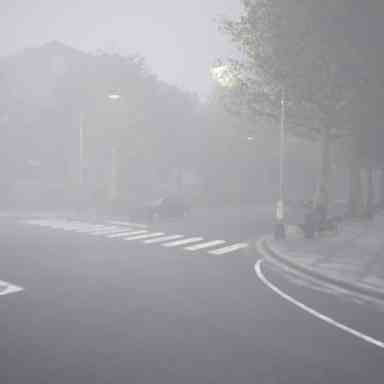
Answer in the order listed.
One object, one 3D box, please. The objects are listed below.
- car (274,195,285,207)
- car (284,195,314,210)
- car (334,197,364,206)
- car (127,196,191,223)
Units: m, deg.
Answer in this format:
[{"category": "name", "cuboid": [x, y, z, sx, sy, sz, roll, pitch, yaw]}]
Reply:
[{"category": "car", "cuboid": [11.793, 1.094, 41.161, 1.837, 1.490, 4.892, 2, 1, 35]}, {"category": "car", "cuboid": [11.917, 1.182, 35.169, 2.128, 1.511, 4.902, 2, 1, 36]}, {"category": "car", "cuboid": [22.292, 1.337, 47.144, 4.718, 1.301, 1.895, 1, 1, -34]}, {"category": "car", "cuboid": [-2.013, 1.062, 21.713, 1.882, 1.535, 5.008, 2, 1, 35]}]
